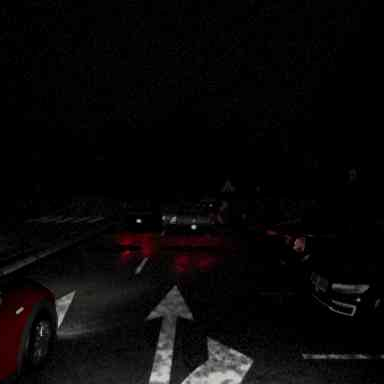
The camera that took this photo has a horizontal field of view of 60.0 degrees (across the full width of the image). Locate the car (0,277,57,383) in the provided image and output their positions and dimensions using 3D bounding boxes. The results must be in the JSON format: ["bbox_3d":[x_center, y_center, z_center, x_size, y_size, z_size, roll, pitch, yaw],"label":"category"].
[{"bbox_3d":[-2.899,1.339,2.733,2.097,1.767,4.553,0,0,0],"label":"car"}]

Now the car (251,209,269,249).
[{"bbox_3d":[4.636,1.457,11.440,4.674,1.452,2.002,0,0,0],"label":"car"}]

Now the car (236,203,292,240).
[{"bbox_3d":[4.644,1.398,14.196,5.008,1.535,2.097,0,1,0],"label":"car"}]

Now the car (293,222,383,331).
[{"bbox_3d":[4.646,1.454,5.920,4.892,1.521,2.231,0,0,0],"label":"car"}]

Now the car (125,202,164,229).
[{"bbox_3d":[-2.879,1.352,20.575,2.128,1.511,4.902,0,0,0],"label":"car"}]

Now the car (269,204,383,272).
[{"bbox_3d":[4.608,1.310,8.681,4.553,1.767,2.185,0,0,0],"label":"car"}]

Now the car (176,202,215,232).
[{"bbox_3d":[0.103,1.475,19.099,1.895,1.301,4.718,0,1,0],"label":"car"}]

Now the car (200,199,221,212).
[{"bbox_3d":[1.819,1.325,34.554,1.895,1.301,4.718,0,1,15],"label":"car"}]
